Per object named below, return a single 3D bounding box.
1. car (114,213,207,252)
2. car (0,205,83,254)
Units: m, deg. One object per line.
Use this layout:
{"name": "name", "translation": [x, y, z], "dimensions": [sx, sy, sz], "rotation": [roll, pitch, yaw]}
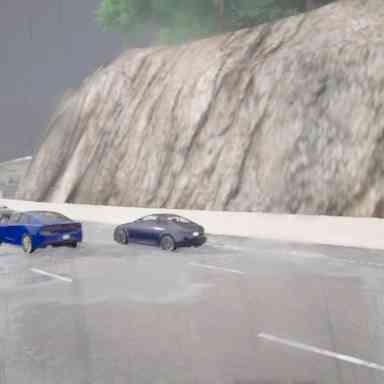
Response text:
{"name": "car", "translation": [-1.417, 1.583, 14.074], "dimensions": [4.181, 1.385, 1.994], "rotation": [0, 0, 39]}
{"name": "car", "translation": [-6.486, 1.489, 13.734], "dimensions": [5.008, 1.535, 1.882], "rotation": [0, 0, 40]}
